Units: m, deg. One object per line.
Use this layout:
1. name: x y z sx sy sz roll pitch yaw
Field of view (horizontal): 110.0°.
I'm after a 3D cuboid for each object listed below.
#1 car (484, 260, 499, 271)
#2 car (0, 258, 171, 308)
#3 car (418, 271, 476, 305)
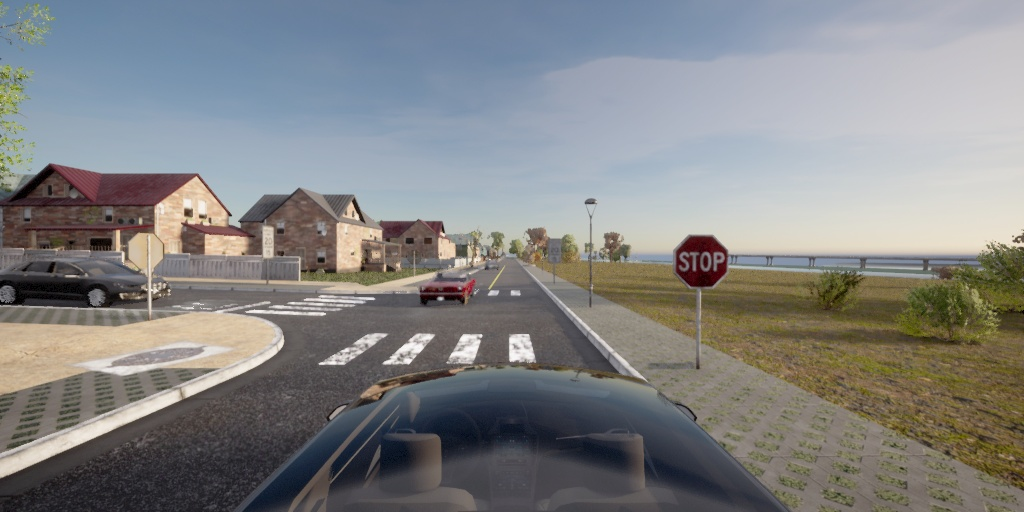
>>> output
1. car: -2.757 1.244 49.519 2.128 1.511 4.902 0 0 0
2. car: -14.537 0.859 12.214 4.892 1.490 1.837 2 0 1
3. car: -2.751 1.349 16.090 1.895 1.301 4.718 0 0 0
